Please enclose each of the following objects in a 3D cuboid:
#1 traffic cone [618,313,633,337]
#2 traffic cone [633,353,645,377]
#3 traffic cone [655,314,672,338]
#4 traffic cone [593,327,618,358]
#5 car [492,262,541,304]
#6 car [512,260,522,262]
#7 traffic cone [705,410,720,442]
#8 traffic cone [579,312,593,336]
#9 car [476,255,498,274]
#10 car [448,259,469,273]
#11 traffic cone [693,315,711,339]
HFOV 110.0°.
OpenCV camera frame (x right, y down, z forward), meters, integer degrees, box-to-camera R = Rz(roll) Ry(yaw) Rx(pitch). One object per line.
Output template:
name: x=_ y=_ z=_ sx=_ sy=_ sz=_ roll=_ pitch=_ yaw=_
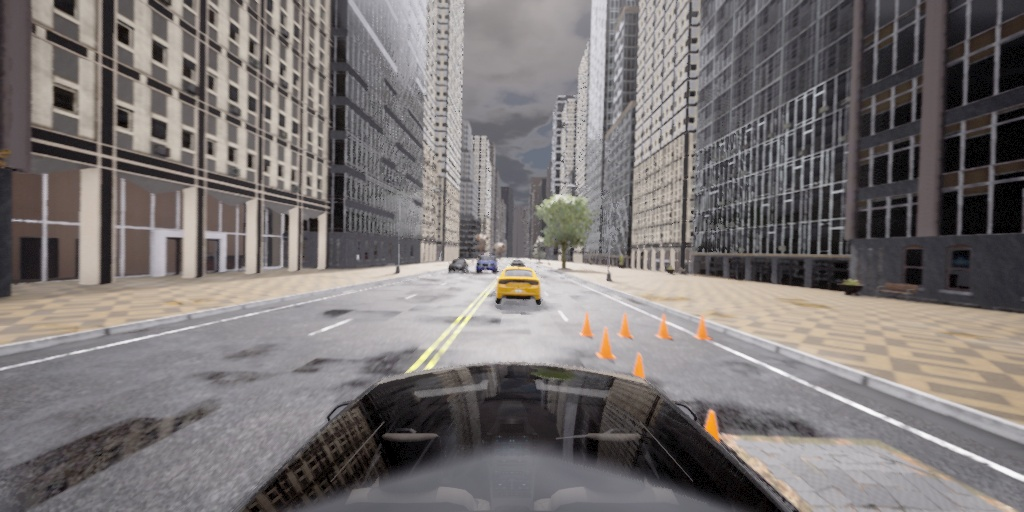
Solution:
traffic cone: x=2.944 y=1.788 z=9.362 sx=0.340 sy=0.580 sz=0.340 roll=0 pitch=0 yaw=1
traffic cone: x=1.893 y=1.757 z=5.376 sx=0.340 sy=0.580 sz=0.340 roll=0 pitch=0 yaw=1
traffic cone: x=3.944 y=1.813 z=9.350 sx=0.340 sy=0.580 sz=0.340 roll=0 pitch=0 yaw=1
traffic cone: x=1.919 y=1.760 z=7.376 sx=0.340 sy=0.580 sz=0.340 roll=0 pitch=0 yaw=1
car: x=0.292 y=1.248 z=16.821 sx=1.882 sy=1.535 sz=5.008 roll=1 pitch=0 yaw=1
car: x=0.699 y=1.315 z=48.241 sx=1.837 sy=1.490 sz=4.892 roll=1 pitch=0 yaw=1
traffic cone: x=1.867 y=1.755 z=3.376 sx=0.340 sy=0.580 sz=0.340 roll=0 pitch=0 yaw=1
traffic cone: x=1.945 y=1.762 z=9.376 sx=0.340 sy=0.580 sz=0.340 roll=0 pitch=0 yaw=1
car: x=-2.805 y=0.937 z=40.829 sx=2.150 sy=2.045 sz=5.566 roll=1 pitch=0 yaw=1
car: x=-6.061 y=1.136 z=40.937 sx=1.837 sy=1.490 sz=4.892 roll=1 pitch=-1 yaw=1
traffic cone: x=4.943 y=1.839 z=9.336 sx=0.340 sy=0.580 sz=0.340 roll=0 pitch=0 yaw=1
